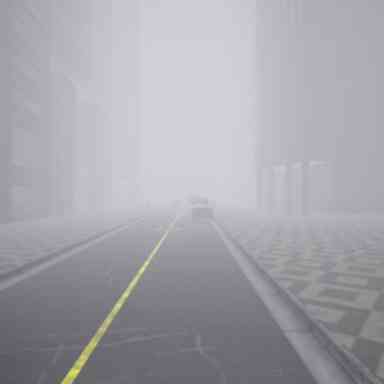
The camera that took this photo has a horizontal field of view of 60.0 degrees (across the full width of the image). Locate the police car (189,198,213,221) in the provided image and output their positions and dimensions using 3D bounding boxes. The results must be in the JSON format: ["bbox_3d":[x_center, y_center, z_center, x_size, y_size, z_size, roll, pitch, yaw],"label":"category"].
[{"bbox_3d":[0.910,1.689,30.630,1.930,1.638,5.238,0,0,0],"label":"police car"}]

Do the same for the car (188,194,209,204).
[{"bbox_3d":[0.913,1.554,40.550,2.150,2.045,5.566,0,0,0],"label":"car"}]

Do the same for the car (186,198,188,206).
[{"bbox_3d":[0.021,1.714,67.100,2.150,2.045,5.566,0,0,0],"label":"car"}]

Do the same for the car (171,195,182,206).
[{"bbox_3d":[-2.995,1.943,65.332,1.882,1.535,5.008,0,0,0],"label":"car"}]

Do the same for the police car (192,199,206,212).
[{"bbox_3d":[0.915,1.790,46.628,1.930,1.638,5.238,0,0,0],"label":"police car"}]
